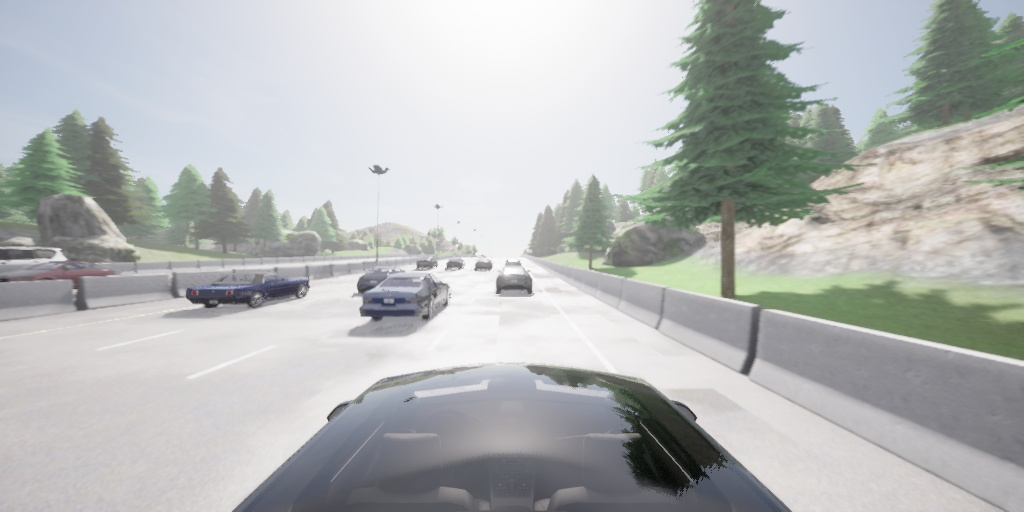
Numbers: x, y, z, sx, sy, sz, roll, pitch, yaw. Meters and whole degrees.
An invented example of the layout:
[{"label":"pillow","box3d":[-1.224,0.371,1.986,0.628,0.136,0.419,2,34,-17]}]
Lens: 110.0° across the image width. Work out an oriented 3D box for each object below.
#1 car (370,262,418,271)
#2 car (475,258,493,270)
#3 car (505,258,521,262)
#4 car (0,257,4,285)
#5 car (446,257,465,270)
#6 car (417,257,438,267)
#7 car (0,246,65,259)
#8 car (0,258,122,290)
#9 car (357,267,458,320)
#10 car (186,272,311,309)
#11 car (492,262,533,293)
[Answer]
[{"label":"car","box3d":[-6.886,1.235,19.862,1.994,1.385,4.181,0,1,0]},{"label":"car","box3d":[-3.369,0.930,43.292,1.994,1.385,4.181,0,1,0]},{"label":"car","box3d":[0.130,0.930,43.490,1.994,1.385,4.181,0,1,0]},{"label":"car","box3d":[-27.988,0.824,16.665,1.837,1.490,4.892,0,0,0]},{"label":"car","box3d":[-6.869,0.877,43.886,1.812,1.442,4.674,0,1,0]},{"label":"car","box3d":[-10.369,0.836,44.060,2.128,1.511,4.902,0,1,0]},{"label":"car","box3d":[-24.488,0.554,16.631,2.150,2.045,5.566,0,0,0]},{"label":"car","box3d":[-20.988,0.949,16.658,1.994,1.385,4.181,0,0,0]},{"label":"car","box3d":[-3.391,1.269,12.392,2.033,1.411,5.357,0,0,0]},{"label":"car","box3d":[-10.390,1.303,14.718,1.895,1.301,4.718,0,0,0]},{"label":"car","box3d":[0.115,1.239,20.338,1.994,1.385,4.181,0,1,0]}]
